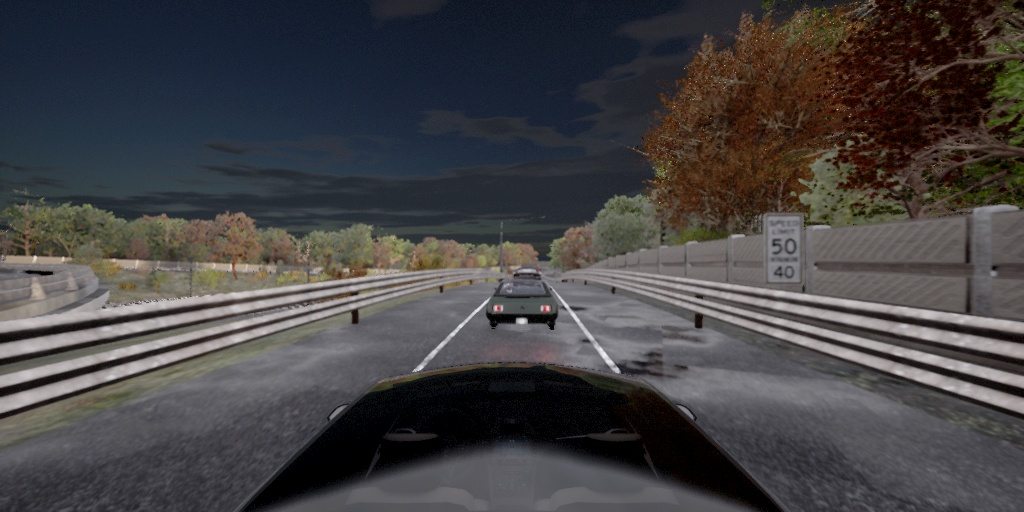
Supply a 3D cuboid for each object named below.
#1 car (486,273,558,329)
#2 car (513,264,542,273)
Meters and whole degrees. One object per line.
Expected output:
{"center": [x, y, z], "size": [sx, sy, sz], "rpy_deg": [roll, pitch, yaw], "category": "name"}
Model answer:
{"center": [0.357, 1.394, 11.428], "size": [1.895, 1.301, 4.718], "rpy_deg": [0, 0, 3], "category": "car"}
{"center": [1.049, 1.522, 24.984], "size": [1.882, 1.535, 5.008], "rpy_deg": [0, -2, 3], "category": "car"}
